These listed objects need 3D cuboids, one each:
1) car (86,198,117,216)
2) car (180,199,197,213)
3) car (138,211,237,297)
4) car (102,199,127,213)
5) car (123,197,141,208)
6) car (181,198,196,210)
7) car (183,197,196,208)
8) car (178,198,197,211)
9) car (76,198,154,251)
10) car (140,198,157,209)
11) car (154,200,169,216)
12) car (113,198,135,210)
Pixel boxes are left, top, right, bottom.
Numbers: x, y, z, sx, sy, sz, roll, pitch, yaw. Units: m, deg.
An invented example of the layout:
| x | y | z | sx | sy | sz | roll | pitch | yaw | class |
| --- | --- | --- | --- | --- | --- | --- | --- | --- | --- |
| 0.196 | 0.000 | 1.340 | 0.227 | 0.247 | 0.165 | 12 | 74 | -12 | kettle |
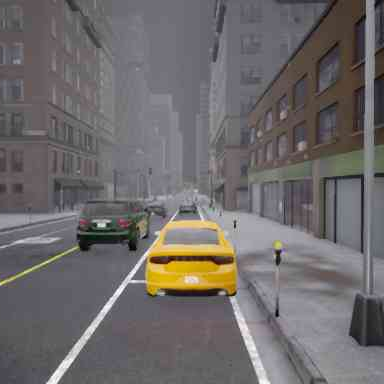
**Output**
| x | y | z | sx | sy | sz | roll | pitch | yaw | class |
| --- | --- | --- | --- | --- | --- | --- | --- | --- | --- |
| -8.920 | 1.439 | 33.084 | 1.967 | 1.590 | 4.097 | -1 | 0 | 0 | car |
| -0.393 | 1.545 | 38.589 | 1.887 | 1.381 | 4.507 | -1 | 0 | 0 | car |
| -0.005 | 1.475 | 8.651 | 1.882 | 1.535 | 5.008 | 0 | 0 | 0 | car |
| -8.918 | 1.566 | 38.589 | 1.947 | 1.339 | 4.313 | -1 | 0 | 0 | car |
| -8.919 | 1.549 | 49.600 | 1.887 | 1.381 | 4.507 | -1 | 0 | 0 | car |
| -0.394 | 1.547 | 44.094 | 1.887 | 1.381 | 4.507 | -1 | 0 | 0 | car |
| -0.394 | 1.549 | 49.600 | 1.887 | 1.381 | 4.507 | -1 | 0 | 0 | car |
| -0.393 | 1.565 | 33.084 | 1.947 | 1.339 | 4.313 | -1 | 0 | 0 | car |
| -3.145 | 1.256 | 14.249 | 2.150 | 2.045 | 5.566 | 0 | 0 | 0 | car |
| -6.145 | 1.565 | 47.223 | 1.812 | 1.442 | 4.674 | 0 | 0 | 0 | car |
| -3.145 | 1.516 | 29.221 | 1.837 | 1.490 | 4.892 | 0 | 0 | 0 | car |
| -8.918 | 1.553 | 44.094 | 2.008 | 1.369 | 4.403 | -1 | 0 | 0 | car |
